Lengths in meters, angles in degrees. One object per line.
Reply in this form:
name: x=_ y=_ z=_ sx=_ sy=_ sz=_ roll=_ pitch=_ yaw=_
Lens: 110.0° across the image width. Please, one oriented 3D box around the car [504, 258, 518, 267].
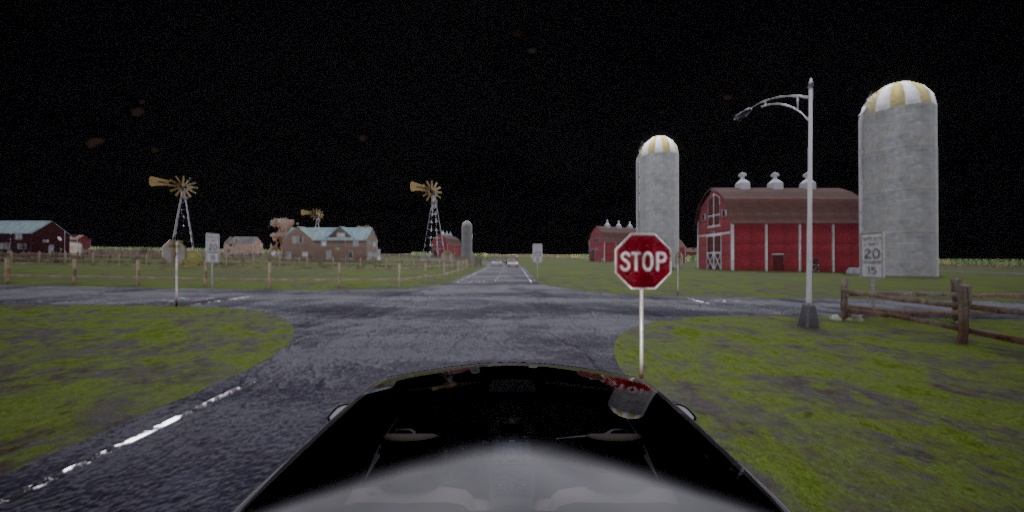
car: x=0.099 y=1.238 z=61.813 sx=1.895 sy=1.301 sz=4.718 roll=0 pitch=0 yaw=-2
